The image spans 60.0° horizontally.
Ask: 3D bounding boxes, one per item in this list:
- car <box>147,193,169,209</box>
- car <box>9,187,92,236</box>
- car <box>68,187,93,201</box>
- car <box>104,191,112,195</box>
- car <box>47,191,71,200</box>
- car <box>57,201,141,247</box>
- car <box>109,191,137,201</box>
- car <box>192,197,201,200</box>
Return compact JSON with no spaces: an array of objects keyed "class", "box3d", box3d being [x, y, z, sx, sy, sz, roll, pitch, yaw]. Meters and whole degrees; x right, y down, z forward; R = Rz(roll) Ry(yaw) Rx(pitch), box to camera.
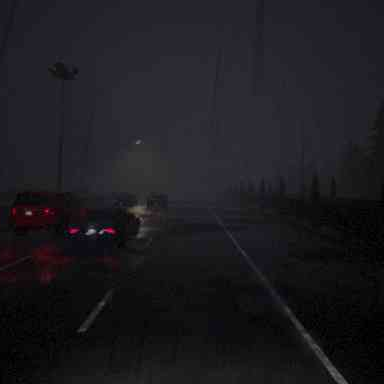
[{"class":"car","box3d":[-3.400,0.852,33.637,2.128,1.511,4.902,0,1,0]},{"class":"car","box3d":[-6.900,0.935,16.750,2.150,2.045,5.566,0,1,0]},{"class":"car","box3d":[-17.563,0.264,52.737,2.150,2.045,5.566,0,0,0]},{"class":"car","box3d":[-14.046,0.608,58.537,1.882,1.535,5.008,0,-1,1]},{"class":"car","box3d":[-21.061,0.547,52.786,1.837,1.490,4.892,0,0,0]},{"class":"car","box3d":[-3.400,1.323,13.782,2.033,1.411,5.357,0,1,0]},{"class":"car","box3d":[-6.900,0.864,34.668,1.812,1.442,4.674,0,1,0]},{"class":"car","box3d":[1.225,2.086,81.174,1.837,1.490,4.892,0,-5,0]}]
